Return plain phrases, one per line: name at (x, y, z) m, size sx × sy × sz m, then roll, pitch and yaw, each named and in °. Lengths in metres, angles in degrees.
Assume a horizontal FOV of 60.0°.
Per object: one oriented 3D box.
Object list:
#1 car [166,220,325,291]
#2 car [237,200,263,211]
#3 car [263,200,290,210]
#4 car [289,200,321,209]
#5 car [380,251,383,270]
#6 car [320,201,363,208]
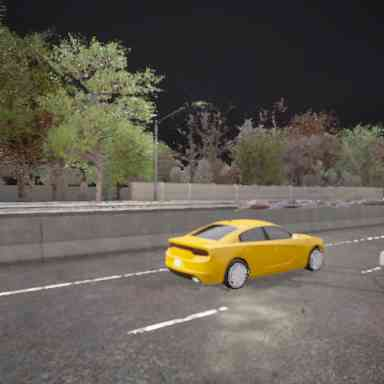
car at (1.682, 1.516, 9.260) m, size 5.008 × 1.535 × 1.882 m, roll 0°, pitch 0°, yaw -35°
car at (7.409, 1.701, 39.158) m, size 4.674 × 1.442 × 1.812 m, roll 0°, pitch 0°, yaw -37°
car at (10.618, 1.692, 37.363) m, size 4.892 × 1.490 × 1.837 m, roll 1°, pitch 0°, yaw -35°
car at (12.660, 1.692, 34.521) m, size 4.892 × 1.490 × 1.837 m, roll 1°, pitch 0°, yaw -35°
car at (6.986, 1.664, 8.735) m, size 4.718 × 1.301 × 1.895 m, roll 0°, pitch 0°, yaw -35°
car at (14.718, 1.692, 31.691) m, size 4.892 × 1.490 × 1.837 m, roll 0°, pitch 0°, yaw -35°
